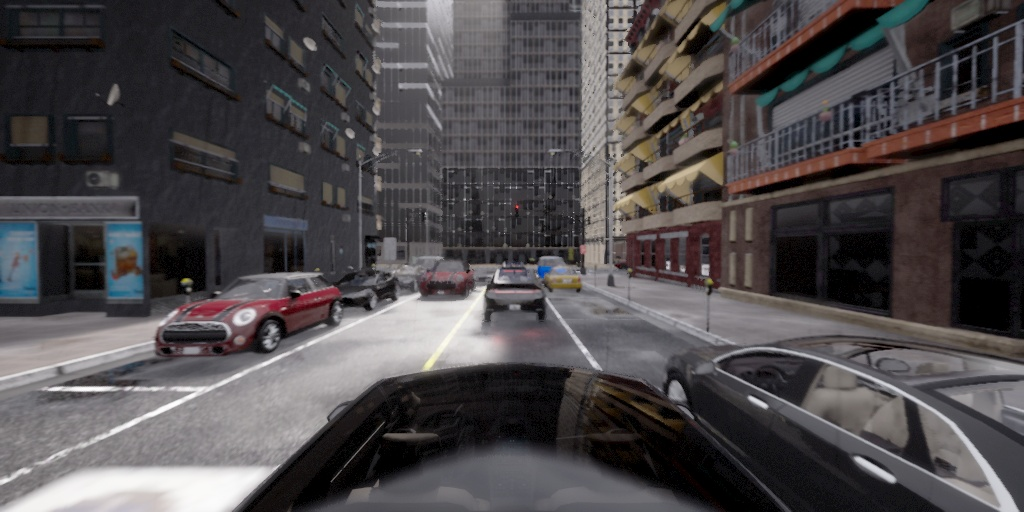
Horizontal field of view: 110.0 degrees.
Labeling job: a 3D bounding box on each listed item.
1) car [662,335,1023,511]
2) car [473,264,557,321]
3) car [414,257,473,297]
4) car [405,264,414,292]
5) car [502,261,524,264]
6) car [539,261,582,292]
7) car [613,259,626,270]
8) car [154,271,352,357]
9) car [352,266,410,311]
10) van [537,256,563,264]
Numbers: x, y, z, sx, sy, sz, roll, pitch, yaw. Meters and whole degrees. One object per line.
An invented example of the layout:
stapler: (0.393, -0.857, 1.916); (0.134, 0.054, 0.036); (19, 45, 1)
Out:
car: (2.690, 1.293, 2.735); (2.007, 1.370, 4.403); (0, 0, 0)
car: (0.083, 1.166, 12.044); (2.128, 1.511, 4.902); (0, 0, 0)
car: (-3.081, 0.989, 17.854); (2.097, 1.767, 4.553); (0, 0, 0)
car: (-5.689, 1.175, 19.569); (2.007, 1.370, 4.403); (0, 0, 0)
car: (0.068, 1.088, 23.610); (2.128, 1.511, 4.902); (0, 0, 0)
car: (2.692, 1.151, 19.710); (1.751, 1.417, 4.829); (0, 0, 0)
car: (15.238, 0.797, 44.478); (5.009, 1.841, 2.192); (0, 0, 0)
car: (-5.690, 1.143, 8.366); (1.967, 1.591, 4.097); (0, 0, 0)
car: (-5.690, 1.230, 13.967); (1.948, 1.339, 4.313); (0, 0, 0)
van: (2.692, 0.927, 25.141); (1.690, 1.789, 3.998); (0, 0, 0)
